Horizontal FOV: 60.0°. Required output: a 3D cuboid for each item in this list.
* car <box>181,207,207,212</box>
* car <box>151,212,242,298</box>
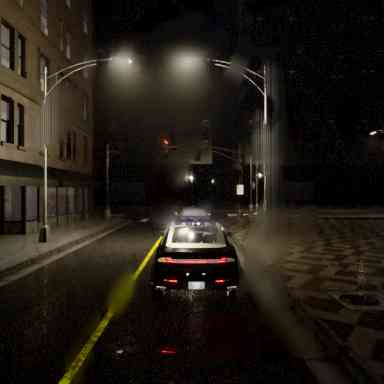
[{"bbox_3d":[0.096,1.547,18.612,2.033,1.411,5.357,0,0,-2],"label":"car"},{"bbox_3d":[0.088,1.491,8.501,2.128,1.511,4.902,0,0,0],"label":"car"}]
